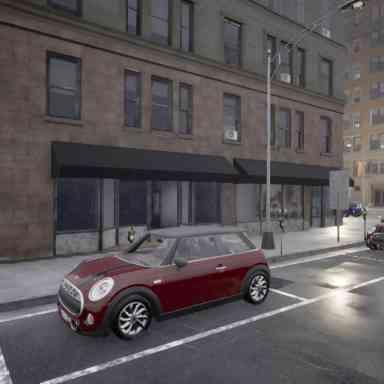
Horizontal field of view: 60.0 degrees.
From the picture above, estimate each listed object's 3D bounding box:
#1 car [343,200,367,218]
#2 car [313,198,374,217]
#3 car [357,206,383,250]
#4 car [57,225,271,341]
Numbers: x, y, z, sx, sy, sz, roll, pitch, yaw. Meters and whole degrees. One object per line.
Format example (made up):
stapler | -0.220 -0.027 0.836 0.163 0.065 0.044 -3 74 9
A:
car | 12.325 1.123 29.458 2.150 2.045 5.566 1 0 -36
car | 14.453 1.416 32.055 2.128 1.511 4.902 1 0 -36
car | 8.516 1.445 12.879 4.097 1.590 1.967 0 0 -36
car | -0.411 1.441 6.473 4.097 1.590 1.967 0 0 -36
